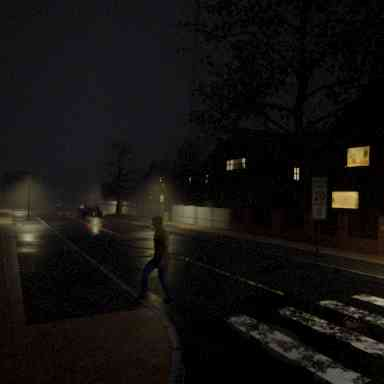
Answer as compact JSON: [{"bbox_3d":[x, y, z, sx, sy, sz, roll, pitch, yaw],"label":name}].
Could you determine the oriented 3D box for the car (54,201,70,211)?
[{"bbox_3d":[-19.874,2.167,50.858,2.128,1.511,4.902,2,-2,-29],"label":"car"}]

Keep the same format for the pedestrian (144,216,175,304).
[{"bbox_3d":[-0.656,1.344,6.741,0.375,1.860,0.375,1,-1,-29],"label":"pedestrian"}]

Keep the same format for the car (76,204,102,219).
[{"bbox_3d":[-10.549,1.951,33.917,2.128,1.511,4.902,2,-2,-29],"label":"car"}]
